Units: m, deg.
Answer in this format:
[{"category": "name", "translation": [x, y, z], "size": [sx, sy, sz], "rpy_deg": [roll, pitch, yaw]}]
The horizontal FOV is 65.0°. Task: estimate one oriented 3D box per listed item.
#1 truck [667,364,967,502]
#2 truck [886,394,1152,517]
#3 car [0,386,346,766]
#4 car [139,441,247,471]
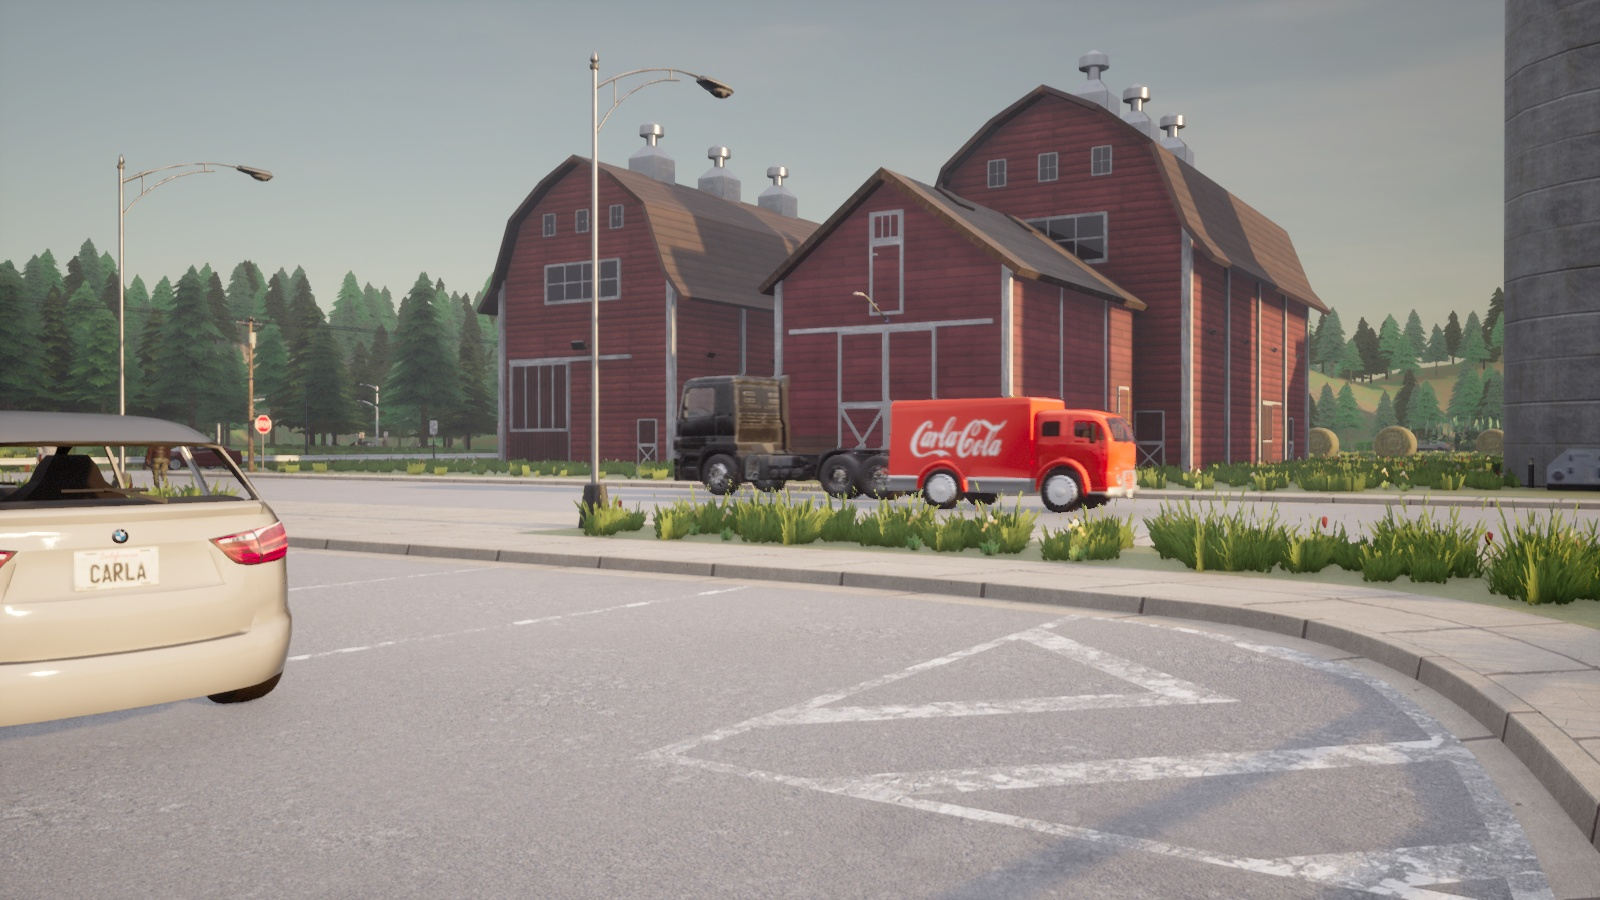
[{"category": "truck", "translation": [0.355, -0.445, 34.740], "size": [7.936, 3.462, 2.891], "rpy_deg": [0, 0, 32]}, {"category": "truck", "translation": [4.825, 0.096, 27.854], "size": [5.204, 2.467, 2.627], "rpy_deg": [0, 0, 32]}, {"category": "car", "translation": [-4.964, 0.541, 7.395], "size": [4.611, 1.667, 2.242], "rpy_deg": [0, 0, 39]}, {"category": "car", "translation": [-32.625, 0.284, 67.654], "size": [1.882, 1.535, 5.008], "rpy_deg": [0, 0, 33]}]
